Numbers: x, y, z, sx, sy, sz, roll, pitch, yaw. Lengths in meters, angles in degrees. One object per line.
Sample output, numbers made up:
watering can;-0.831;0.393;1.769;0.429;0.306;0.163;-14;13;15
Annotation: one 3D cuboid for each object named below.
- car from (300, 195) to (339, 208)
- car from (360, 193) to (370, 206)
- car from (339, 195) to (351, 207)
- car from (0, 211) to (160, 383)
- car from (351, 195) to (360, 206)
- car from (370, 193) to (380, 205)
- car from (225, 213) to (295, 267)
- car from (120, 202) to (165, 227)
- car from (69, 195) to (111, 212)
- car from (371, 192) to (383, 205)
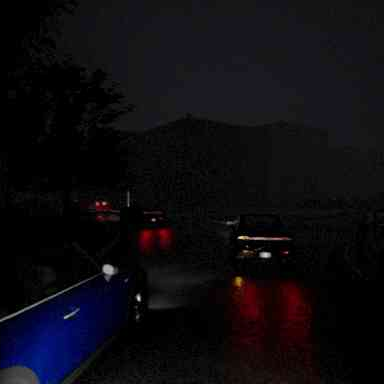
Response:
car;17.497;1.215;46.651;2.185;1.767;4.553;0;1;-35
car;24.263;1.192;51.416;2.185;1.767;4.553;0;1;-35
car;19.734;1.336;48.272;2.097;1.535;5.008;0;1;-35
car;-2.129;1.321;4.219;2.097;1.767;4.553;1;0;11
car;21.991;1.367;49.853;2.002;1.452;4.674;0;1;-35
car;26.499;1.307;53.038;2.231;1.521;4.892;0;1;-35
car;2.212;1.482;11.430;2.128;1.511;4.902;1;0;5
car;-3.284;1.386;21.368;2.128;1.511;4.902;1;0;-26
car;-10.189;1.133;32.302;4.553;1.767;2.097;1;0;26
car;30.995;1.022;56.228;2.435;2.045;5.566;0;1;-35
